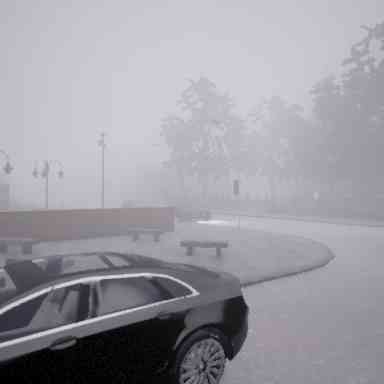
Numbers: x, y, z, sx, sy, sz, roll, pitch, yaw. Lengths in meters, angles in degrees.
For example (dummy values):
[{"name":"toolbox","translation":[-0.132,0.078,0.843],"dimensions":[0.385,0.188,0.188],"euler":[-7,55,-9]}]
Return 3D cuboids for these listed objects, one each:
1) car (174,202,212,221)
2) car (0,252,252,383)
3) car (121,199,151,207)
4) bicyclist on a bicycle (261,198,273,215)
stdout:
[{"name":"car","translation":[-0.249,1.564,27.323],"dimensions":[1.994,1.385,4.181],"euler":[0,0,-35]},{"name":"car","translation":[-1.540,1.491,3.507],"dimensions":[4.902,1.511,2.128],"euler":[0,0,-36]},{"name":"car","translation":[-6.019,1.505,35.458],"dimensions":[1.837,1.490,4.892],"euler":[0,0,-35]},{"name":"bicyclist on a bicycle","translation":[7.092,1.349,31.482],"dimensions":[1.656,1.620,0.582],"euler":[0,0,-35]}]
